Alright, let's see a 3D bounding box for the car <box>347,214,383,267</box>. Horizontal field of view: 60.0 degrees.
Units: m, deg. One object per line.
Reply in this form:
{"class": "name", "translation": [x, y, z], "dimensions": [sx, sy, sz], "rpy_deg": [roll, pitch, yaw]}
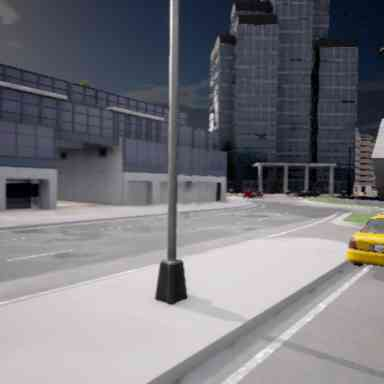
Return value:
{"class": "car", "translation": [6.155, 1.299, 9.885], "dimensions": [1.801, 1.575, 5.366], "rpy_deg": [2, 2, 39]}

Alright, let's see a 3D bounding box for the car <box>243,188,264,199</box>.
{"class": "car", "translation": [10.416, 0.183, 56.412], "dimensions": [2.097, 1.767, 4.553], "rpy_deg": [0, 1, -16]}

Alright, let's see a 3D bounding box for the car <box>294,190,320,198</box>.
{"class": "car", "translation": [22.287, 0.350, 64.183], "dimensions": [5.357, 1.411, 2.033], "rpy_deg": [0, 2, -29]}
